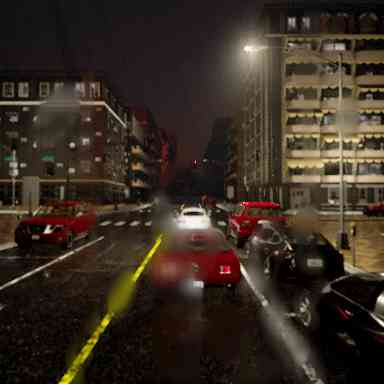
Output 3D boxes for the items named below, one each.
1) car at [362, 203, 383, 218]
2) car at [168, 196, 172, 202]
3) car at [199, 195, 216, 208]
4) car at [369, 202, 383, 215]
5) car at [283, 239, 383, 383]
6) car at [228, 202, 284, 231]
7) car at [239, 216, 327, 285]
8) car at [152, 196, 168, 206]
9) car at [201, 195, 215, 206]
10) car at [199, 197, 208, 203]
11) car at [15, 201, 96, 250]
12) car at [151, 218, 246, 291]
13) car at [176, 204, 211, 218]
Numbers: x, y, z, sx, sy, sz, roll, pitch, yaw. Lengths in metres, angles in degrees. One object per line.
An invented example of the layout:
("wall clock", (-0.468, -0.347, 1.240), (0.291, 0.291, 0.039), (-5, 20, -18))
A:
("car", (17.238, 1.658, 29.184), (4.206, 1.307, 1.802), (0, -1, 0))
("car", (-5.799, 1.780, 81.112), (1.752, 1.417, 4.829), (1, 0, 0))
("car", (2.758, 1.480, 52.876), (2.192, 1.841, 5.009), (1, 0, 0))
("car", (22.740, 1.842, 37.583), (4.313, 1.339, 1.947), (0, -1, 0))
("car", (2.697, 1.578, 3.926), (1.947, 1.339, 4.313), (1, 0, 0))
("car", (2.759, 1.361, 14.802), (2.192, 1.841, 5.009), (1, 0, 0))
("car", (2.689, 1.595, 9.365), (1.947, 1.339, 4.313), (1, 0, 0))
("car", (-5.888, 1.734, 58.498), (2.008, 1.369, 4.403), (1, 0, 0))
("car", (2.740, 1.498, 58.577), (2.192, 1.841, 5.009), (1, 0, 0))
("car", (2.589, 1.803, 75.660), (1.947, 1.339, 4.313), (1, 0, 0))
("car", (-5.768, 1.361, 14.783), (2.192, 1.841, 5.009), (1, 0, 0))
("car", (0.086, 1.629, 9.077), (1.895, 1.301, 4.718), (0, 0, 0))
("car", (0.076, 1.582, 18.270), (1.812, 1.442, 4.674), (0, 0, 0))
